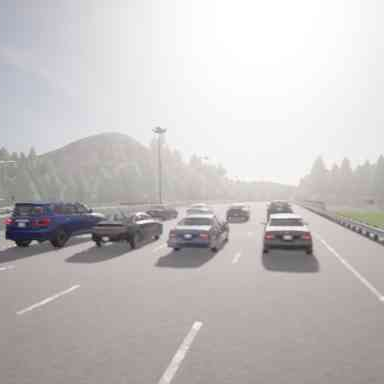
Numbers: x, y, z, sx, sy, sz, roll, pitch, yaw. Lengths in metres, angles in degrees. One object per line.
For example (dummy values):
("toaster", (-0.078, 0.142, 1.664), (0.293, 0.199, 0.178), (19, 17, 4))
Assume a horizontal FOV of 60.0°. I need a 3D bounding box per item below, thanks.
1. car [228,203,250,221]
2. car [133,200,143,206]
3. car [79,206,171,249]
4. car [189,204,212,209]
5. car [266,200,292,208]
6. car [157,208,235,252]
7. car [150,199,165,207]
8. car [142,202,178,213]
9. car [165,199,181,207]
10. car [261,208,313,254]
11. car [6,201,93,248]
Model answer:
("car", (4.115, 1.719, 29.525), (1.812, 1.442, 4.674), (-1, 0, 14))
("car", (-10.727, 2.437, 71.880), (1.895, 1.301, 4.718), (-1, -1, 14))
("car", (-2.873, 1.669, 15.717), (2.128, 1.511, 4.902), (-1, 0, 14))
("car", (0.718, 1.774, 30.363), (1.812, 1.442, 4.674), (-1, 0, 14))
("car", (7.440, 1.487, 28.410), (2.097, 1.767, 4.553), (-1, -1, 14))
("car", (0.450, 1.666, 14.585), (2.033, 1.411, 5.357), (-1, 0, 14))
("car", (-7.321, 2.287, 71.078), (1.837, 1.490, 4.892), (-1, -1, 14))
("car", (-2.777, 1.849, 30.818), (2.033, 1.411, 5.357), (-1, 0, 14))
("car", (-3.922, 2.257, 70.245), (2.128, 1.511, 4.902), (-1, -1, 14))
("car", (3.849, 1.608, 13.752), (2.033, 1.411, 5.357), (-1, 0, 14))
("car", (-6.346, 1.446, 16.280), (2.150, 2.045, 5.566), (-1, 0, 14))
